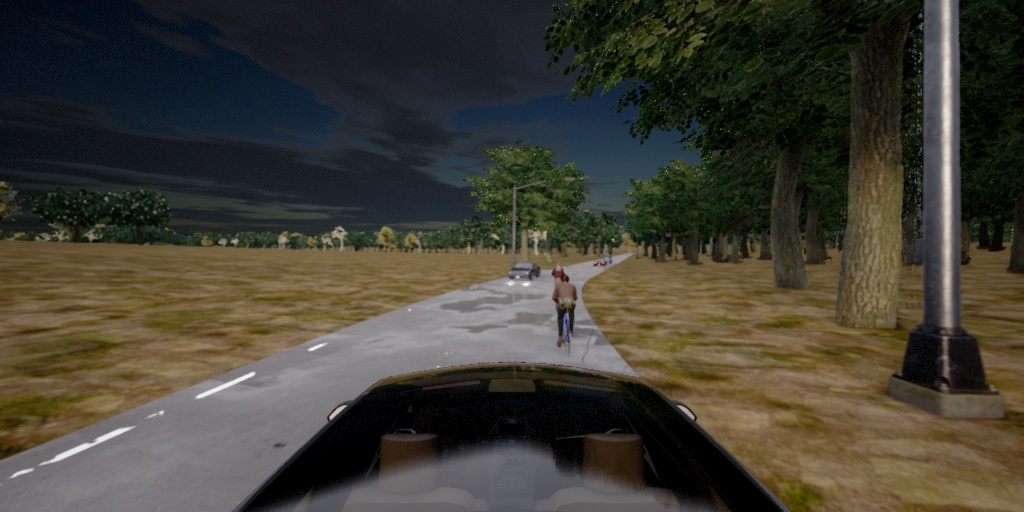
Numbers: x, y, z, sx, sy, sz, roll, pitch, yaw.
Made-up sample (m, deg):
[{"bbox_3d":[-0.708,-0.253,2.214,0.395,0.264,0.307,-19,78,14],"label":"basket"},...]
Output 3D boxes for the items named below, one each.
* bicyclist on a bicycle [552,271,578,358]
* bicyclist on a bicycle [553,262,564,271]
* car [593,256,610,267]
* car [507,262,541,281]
[{"bbox_3d":[1.141,1.225,7.638,0.582,1.620,1.656,0,0,4],"label":"bicyclist on a bicycle"},{"bbox_3d":[2.114,1.146,16.216,0.659,1.776,1.843,0,0,9],"label":"bicyclist on a bicycle"},{"bbox_3d":[14.752,1.074,59.713,1.895,1.301,4.718,1,1,19],"label":"car"},{"bbox_3d":[1.168,1.216,30.062,2.033,1.411,5.357,1,1,16],"label":"car"}]
